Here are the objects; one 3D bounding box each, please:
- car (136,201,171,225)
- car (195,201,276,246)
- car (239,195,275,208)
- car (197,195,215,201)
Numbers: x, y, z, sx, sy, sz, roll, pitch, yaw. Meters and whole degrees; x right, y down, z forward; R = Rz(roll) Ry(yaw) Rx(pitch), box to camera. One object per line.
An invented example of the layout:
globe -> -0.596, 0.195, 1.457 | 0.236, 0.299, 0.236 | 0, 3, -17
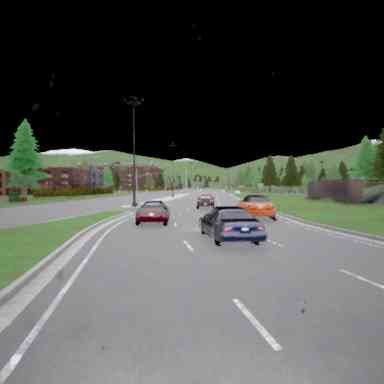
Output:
car -> -2.423, 1.260, 21.427 | 1.994, 1.385, 4.181 | 0, 1, -1
car -> 1.548, 1.338, 14.270 | 2.033, 1.411, 5.357 | 0, 1, -7
car -> 4.540, 0.998, 24.004 | 2.097, 1.767, 4.553 | 0, 1, 0
car -> 1.515, 1.003, 36.260 | 1.812, 1.442, 4.674 | 0, 1, 3
